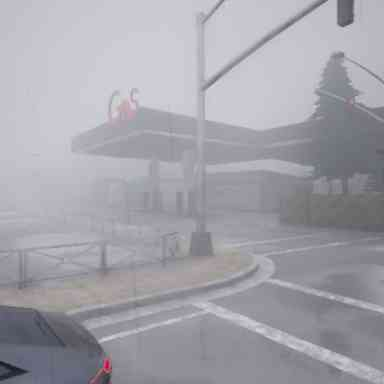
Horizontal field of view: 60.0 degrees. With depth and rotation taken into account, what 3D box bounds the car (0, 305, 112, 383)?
[{"bbox_3d":[-2.627,1.567,2.126,4.181,1.385,1.994,0,0,-37],"label":"car"}]
